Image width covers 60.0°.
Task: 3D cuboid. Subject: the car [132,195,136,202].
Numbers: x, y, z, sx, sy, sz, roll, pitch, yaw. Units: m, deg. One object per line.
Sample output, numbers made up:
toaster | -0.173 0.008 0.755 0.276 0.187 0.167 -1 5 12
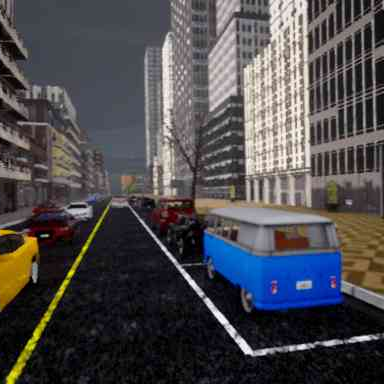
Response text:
car | -6.737 1.305 45.314 1.882 1.535 5.008 -1 0 -13

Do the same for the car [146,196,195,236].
car | -1.029 1.207 17.945 2.192 1.841 5.009 -1 0 -13

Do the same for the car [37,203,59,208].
car | -11.627 1.595 26.881 1.887 1.381 4.507 -1 0 -13

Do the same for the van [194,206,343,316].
van | 1.399 1.259 7.169 1.690 1.788 3.998 -1 0 -13

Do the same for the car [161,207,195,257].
car | 0.189 1.471 12.558 1.947 1.339 4.313 -1 0 -13

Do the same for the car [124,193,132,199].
car | -18.022 1.222 93.374 1.967 1.590 4.097 -1 0 -13

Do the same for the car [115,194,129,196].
car | -10.986 1.236 50.315 2.097 1.767 4.553 -1 0 -13

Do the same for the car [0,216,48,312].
car | -4.360 1.520 6.379 1.882 1.535 5.008 -1 0 -13

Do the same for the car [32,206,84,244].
car | -6.387 1.584 15.404 1.994 1.385 4.181 -1 0 -12

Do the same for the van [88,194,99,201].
van | -22.557 1.319 75.371 1.690 1.788 3.998 -1 0 -13

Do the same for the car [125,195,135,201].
car | -14.378 1.347 77.212 2.008 1.369 4.403 -1 0 -13

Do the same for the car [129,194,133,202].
car | -10.737 1.379 61.049 1.947 1.339 4.313 -1 0 -13

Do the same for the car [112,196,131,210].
car | -8.953 1.501 41.321 1.895 1.301 4.718 -1 0 -12

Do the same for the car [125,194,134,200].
car | -15.592 1.342 82.601 2.008 1.369 4.403 -1 0 -13

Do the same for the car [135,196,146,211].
car | -5.192 1.344 38.486 1.837 1.490 4.892 -1 0 -13

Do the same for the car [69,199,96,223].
car | -8.640 1.524 25.429 1.812 1.442 4.674 -1 0 -12

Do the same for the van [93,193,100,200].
van | -26.198 1.304 91.533 1.690 1.788 3.998 -1 0 -13

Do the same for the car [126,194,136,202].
car | -13.167 1.242 71.823 1.967 1.590 4.097 -1 0 -13
